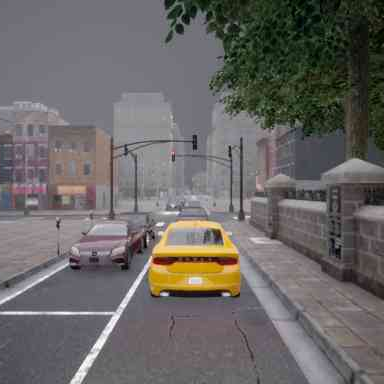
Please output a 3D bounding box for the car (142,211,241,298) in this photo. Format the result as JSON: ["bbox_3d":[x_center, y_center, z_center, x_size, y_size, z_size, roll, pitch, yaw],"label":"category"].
[{"bbox_3d":[0.080,1.477,8.598,1.882,1.535,5.008,0,0,0],"label":"car"}]

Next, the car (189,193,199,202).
[{"bbox_3d":[0.395,1.508,66.876,1.812,1.442,4.674,0,0,0],"label":"car"}]

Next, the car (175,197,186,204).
[{"bbox_3d":[-2.152,1.585,64.837,1.895,1.301,4.718,0,0,1],"label":"car"}]

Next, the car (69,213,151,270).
[{"bbox_3d":[-2.620,1.581,11.005,1.802,1.307,4.206,0,0,0],"label":"car"}]

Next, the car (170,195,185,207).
[{"bbox_3d":[-2.204,1.340,51.601,2.097,1.767,4.553,0,0,0],"label":"car"}]

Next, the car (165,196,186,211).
[{"bbox_3d":[-2.222,1.482,41.666,2.128,1.511,4.902,0,0,0],"label":"car"}]

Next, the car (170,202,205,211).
[{"bbox_3d":[0.034,1.546,19.088,2.033,1.411,5.357,0,0,0],"label":"car"}]

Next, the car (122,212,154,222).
[{"bbox_3d":[-2.614,1.565,14.668,1.947,1.339,4.313,0,0,0],"label":"car"}]
